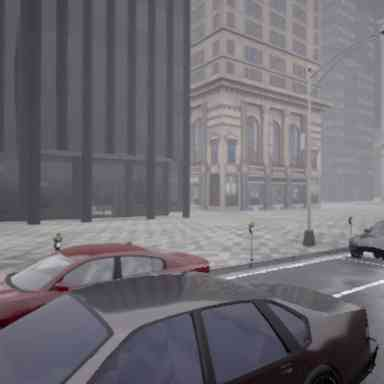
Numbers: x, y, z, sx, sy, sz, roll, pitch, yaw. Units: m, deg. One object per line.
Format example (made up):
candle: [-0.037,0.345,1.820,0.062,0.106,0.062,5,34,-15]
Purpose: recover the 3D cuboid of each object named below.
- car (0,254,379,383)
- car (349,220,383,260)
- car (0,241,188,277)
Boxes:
car: [-0.437,1.558,2.941,5.357,1.411,2.033,1,0,-36]
car: [7.458,1.673,11.984,4.313,1.339,1.947,1,-1,-36]
car: [-1.720,1.558,5.425,4.507,1.381,1.887,1,-1,-36]
